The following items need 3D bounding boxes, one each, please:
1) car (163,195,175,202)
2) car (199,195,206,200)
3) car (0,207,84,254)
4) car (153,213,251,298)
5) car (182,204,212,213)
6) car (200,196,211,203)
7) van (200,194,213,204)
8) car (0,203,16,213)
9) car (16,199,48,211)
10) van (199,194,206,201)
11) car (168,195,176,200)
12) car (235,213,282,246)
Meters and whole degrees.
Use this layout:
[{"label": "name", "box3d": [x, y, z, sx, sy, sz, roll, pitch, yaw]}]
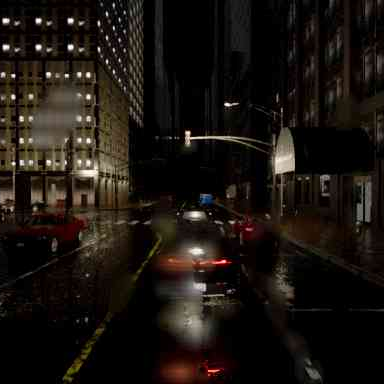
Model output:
[{"label": "car", "box3d": [-5.587, 1.524, 75.566, 1.887, 1.381, 4.507, 0, 0, 0]}, {"label": "car", "box3d": [2.818, 1.550, 92.644, 1.802, 1.307, 4.206, 0, 0, 0]}, {"label": "car", "box3d": [-5.806, 1.543, 13.507, 1.887, 1.381, 4.507, 0, 0, 0]}, {"label": "car", "box3d": [0.111, 1.504, 8.518, 1.837, 1.490, 4.892, 0, 0, 0]}, {"label": "car", "box3d": [0.125, 1.562, 17.394, 1.994, 1.385, 4.181, 0, 0, 0]}, {"label": "car", "box3d": [2.785, 1.534, 69.857, 2.008, 1.369, 4.403, 0, 0, 0]}, {"label": "van", "box3d": [2.768, 1.329, 58.464, 1.690, 1.788, 3.998, 0, 0, 0]}, {"label": "car", "box3d": [-18.568, 1.308, 28.864, 5.009, 1.841, 2.192, 0, 0, 1]}, {"label": "car", "box3d": [-18.469, 1.499, 37.246, 4.403, 1.369, 2.008, 0, 0, 1]}, {"label": "van", "box3d": [2.809, 1.313, 86.947, 1.690, 1.788, 3.998, 0, 0, 0]}, {"label": "car", "box3d": [-5.563, 1.534, 92.657, 1.947, 1.339, 4.313, 0, 0, 0]}, {"label": "car", "box3d": [2.835, 1.580, 14.871, 1.802, 1.307, 4.206, 0, 0, 0]}]
